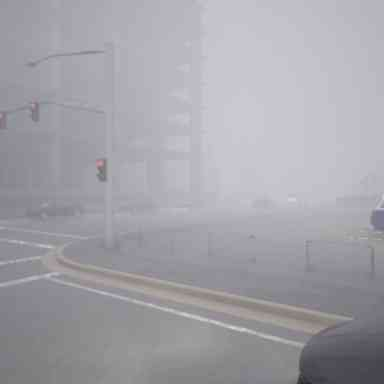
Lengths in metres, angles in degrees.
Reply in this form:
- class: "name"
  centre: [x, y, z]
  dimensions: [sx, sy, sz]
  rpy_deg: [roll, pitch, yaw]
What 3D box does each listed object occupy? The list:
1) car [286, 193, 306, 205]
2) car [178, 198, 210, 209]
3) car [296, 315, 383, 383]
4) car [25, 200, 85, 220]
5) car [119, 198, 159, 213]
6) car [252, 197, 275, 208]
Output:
- class: "car"
  centre: [18.130, 1.194, 57.863]
  dimensions: [2.150, 2.045, 5.566]
  rpy_deg: [0, 0, 35]
- class: "car"
  centre: [0.384, 1.530, 45.248]
  dimensions: [2.033, 1.411, 5.357]
  rpy_deg: [0, 0, 36]
- class: "car"
  centre: [3.115, 1.475, 1.767]
  dimensions: [5.008, 1.535, 1.882]
  rpy_deg: [0, 0, 36]
- class: "car"
  centre: [-11.591, 1.461, 28.363]
  dimensions: [1.882, 1.535, 5.008]
  rpy_deg: [0, 0, 35]
- class: "car"
  centre: [-5.764, 1.461, 36.579]
  dimensions: [1.882, 1.535, 5.008]
  rpy_deg: [0, 0, 35]
- class: "car"
  centre: [10.098, 1.464, 46.523]
  dimensions: [2.128, 1.511, 4.902]
  rpy_deg: [0, 0, 35]
